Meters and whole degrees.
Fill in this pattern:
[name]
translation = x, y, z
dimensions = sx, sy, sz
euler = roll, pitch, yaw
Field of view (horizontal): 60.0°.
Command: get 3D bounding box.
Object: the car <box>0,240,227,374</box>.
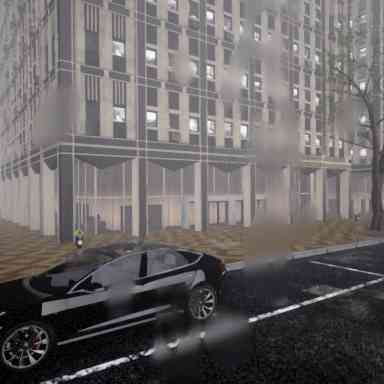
[car]
translation = -1.332, 1.565, 5.615
dimensions = 4.313, 1.339, 1.947
euler = 0, -1, -35
